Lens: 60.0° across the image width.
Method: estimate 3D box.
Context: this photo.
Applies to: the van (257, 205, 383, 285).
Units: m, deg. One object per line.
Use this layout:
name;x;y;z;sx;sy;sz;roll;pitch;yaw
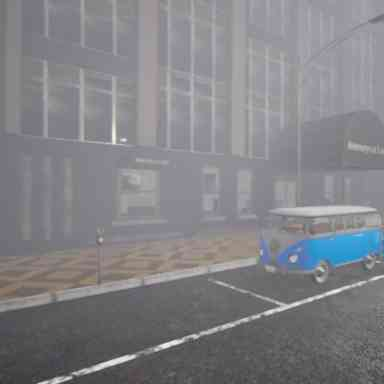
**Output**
van;3.572;1.289;9.098;3.998;1.788;1.690;0;1;-36
